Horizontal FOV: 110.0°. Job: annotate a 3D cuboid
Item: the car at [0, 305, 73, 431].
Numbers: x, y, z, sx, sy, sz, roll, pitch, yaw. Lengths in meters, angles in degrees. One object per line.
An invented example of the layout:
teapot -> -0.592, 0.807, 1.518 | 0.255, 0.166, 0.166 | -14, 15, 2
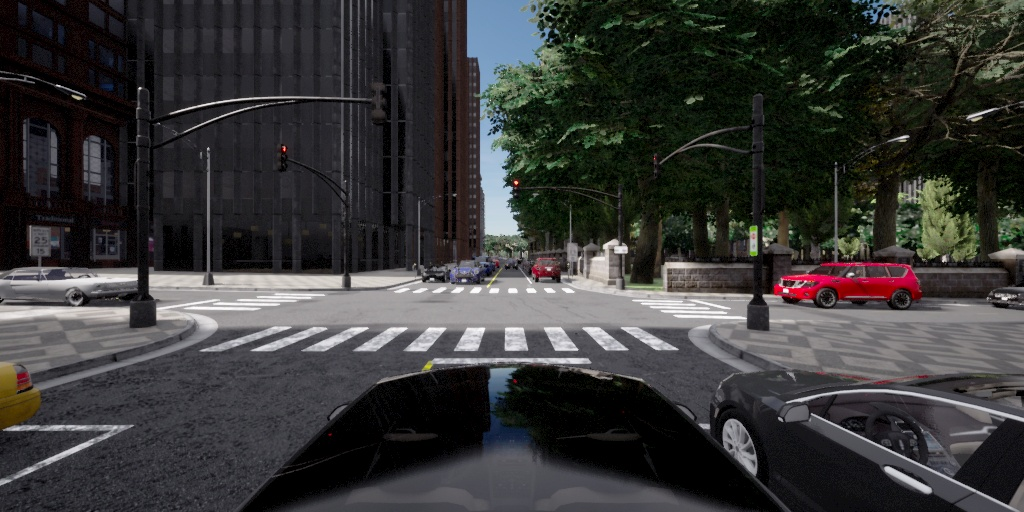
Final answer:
car -> -5.760, 1.275, 1.555 | 1.751, 1.417, 4.829 | 0, 0, 0

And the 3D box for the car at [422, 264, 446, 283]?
car -> -5.851, 1.326, 28.389 | 1.948, 1.339, 4.313 | 0, 0, 0

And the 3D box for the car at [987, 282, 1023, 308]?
car -> 25.351, 1.799, 16.701 | 4.892, 1.490, 1.837 | 1, 0, 0

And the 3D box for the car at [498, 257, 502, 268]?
car -> -3.229, 1.018, 59.743 | 2.150, 2.045, 5.566 | 0, 0, 0

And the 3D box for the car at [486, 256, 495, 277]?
car -> -3.213, 0.990, 36.585 | 2.150, 2.045, 5.566 | 0, 0, 0

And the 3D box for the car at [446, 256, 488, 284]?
car -> -3.248, 1.111, 26.826 | 2.097, 1.767, 4.553 | 0, 0, 1

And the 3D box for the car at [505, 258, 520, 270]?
car -> -0.079, 1.390, 55.264 | 1.895, 1.301, 4.718 | 0, 0, 0

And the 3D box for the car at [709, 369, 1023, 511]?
car -> 2.764, 1.300, 1.763 | 2.007, 1.370, 4.403 | 0, 0, 0

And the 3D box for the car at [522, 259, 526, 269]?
car -> 2.618, 1.329, 44.796 | 2.007, 1.370, 4.403 | 0, 0, 0

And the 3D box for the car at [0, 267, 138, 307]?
car -> -16.479, 1.069, 13.130 | 4.718, 1.301, 1.895 | 1, 0, -1

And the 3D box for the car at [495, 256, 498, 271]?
car -> -3.242, 1.133, 46.768 | 2.097, 1.767, 4.553 | 0, 0, 0

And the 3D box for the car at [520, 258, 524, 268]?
car -> 2.599, 1.335, 50.253 | 2.007, 1.370, 4.403 | 0, 0, 0

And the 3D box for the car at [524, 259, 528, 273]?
car -> 2.637, 1.338, 39.340 | 1.948, 1.339, 4.313 | 0, 0, 0

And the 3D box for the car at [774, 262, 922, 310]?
car -> 15.441, 1.313, 16.616 | 5.566, 2.045, 2.150 | 1, 0, -1

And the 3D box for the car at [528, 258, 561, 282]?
car -> 2.674, 1.075, 28.428 | 2.192, 1.841, 5.009 | 0, 0, 0
